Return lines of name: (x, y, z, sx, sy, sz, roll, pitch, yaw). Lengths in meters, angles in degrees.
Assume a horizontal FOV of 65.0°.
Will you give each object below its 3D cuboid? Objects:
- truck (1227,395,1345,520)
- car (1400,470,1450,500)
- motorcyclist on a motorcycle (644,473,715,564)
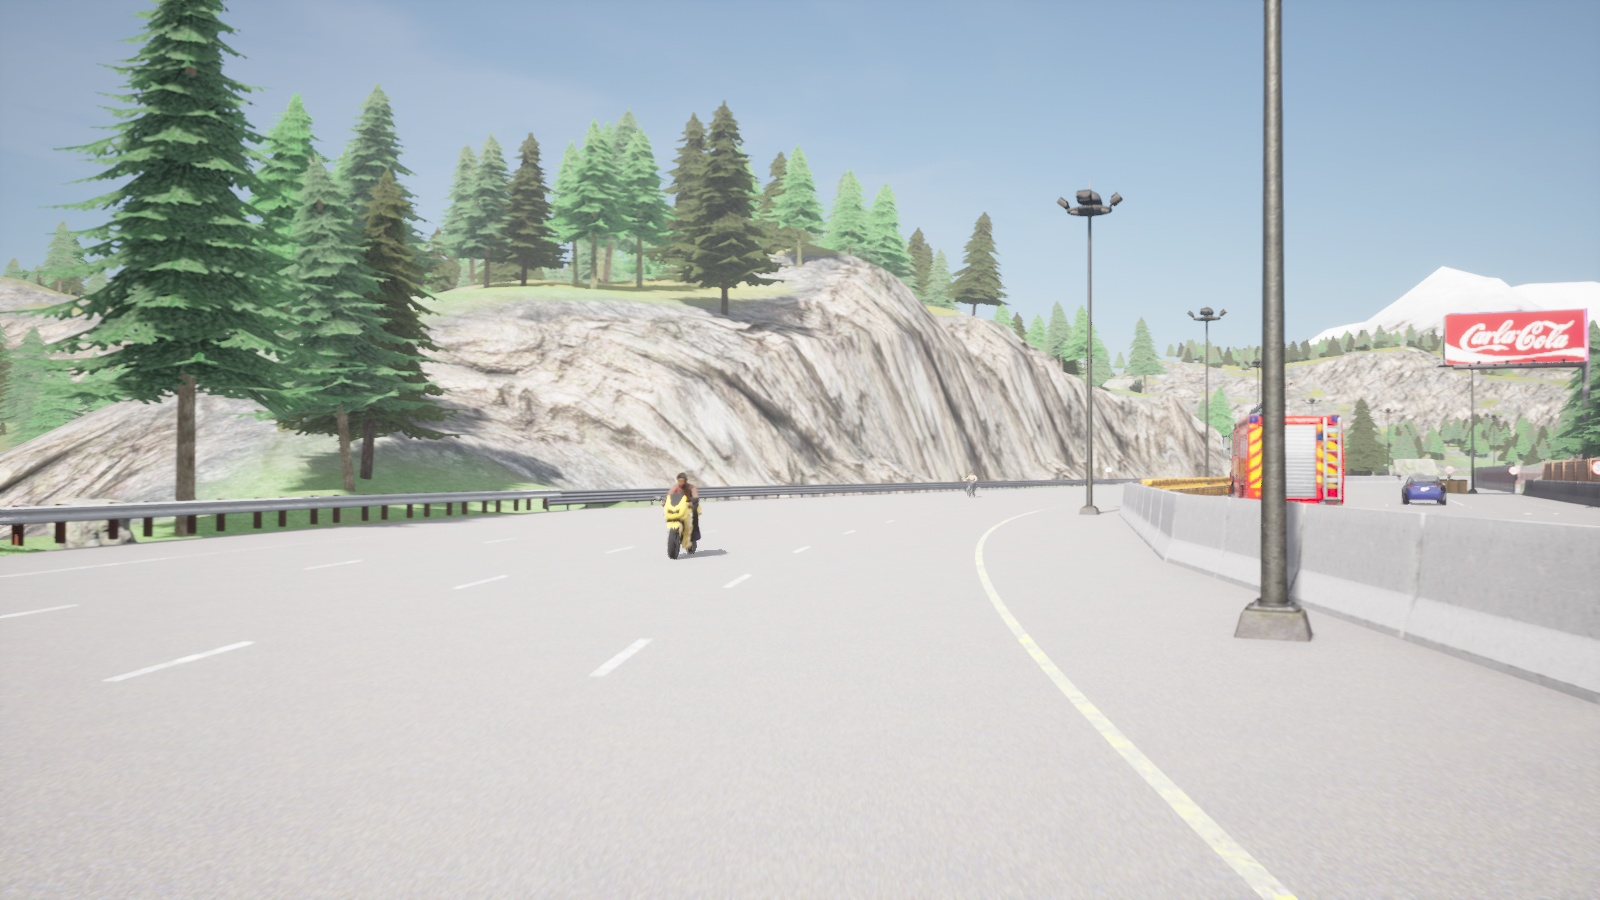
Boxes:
truck: (16.433, 0.310, 42.992, 2.891, 3.827, 8.468, -1, -1, 16)
car: (32.428, 1.790, 65.274, 2.163, 1.488, 4.792, -1, -1, 25)
motorcyclist on a motorcycle: (-2.119, 1.179, 22.396, 0.797, 1.523, 2.044, 1, -1, 7)
